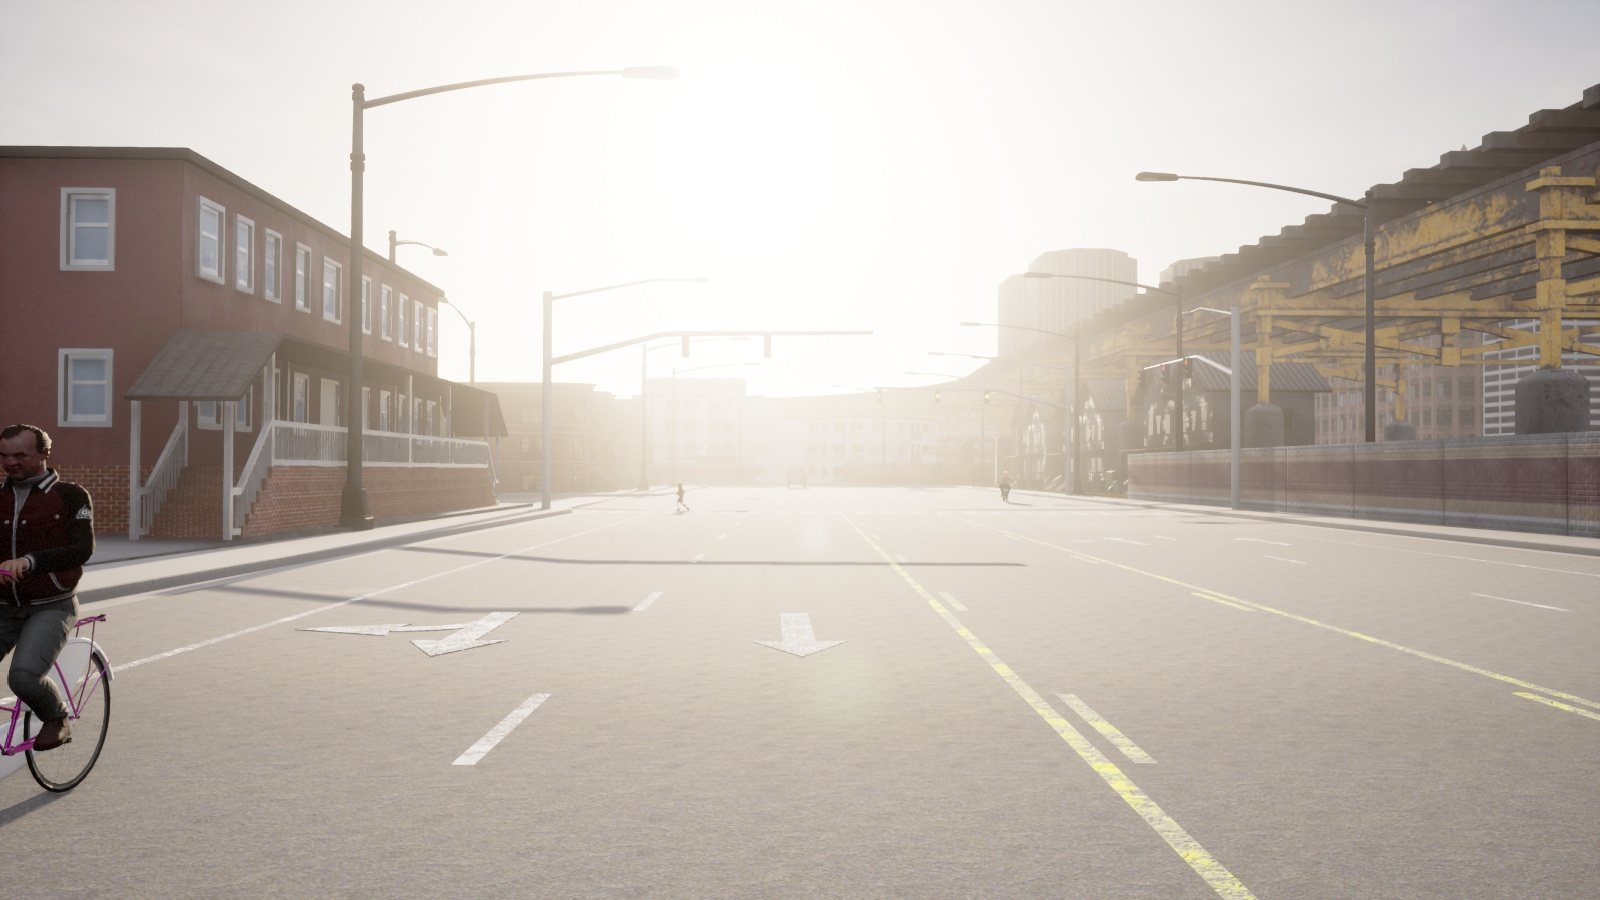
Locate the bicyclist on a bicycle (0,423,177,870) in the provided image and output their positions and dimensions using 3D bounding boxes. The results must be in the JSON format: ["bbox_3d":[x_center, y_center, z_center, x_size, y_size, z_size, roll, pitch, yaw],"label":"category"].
[{"bbox_3d":[-3.513,0.791,5.486,0.659,1.776,1.843,0,-1,0],"label":"bicyclist on a bicycle"}]
